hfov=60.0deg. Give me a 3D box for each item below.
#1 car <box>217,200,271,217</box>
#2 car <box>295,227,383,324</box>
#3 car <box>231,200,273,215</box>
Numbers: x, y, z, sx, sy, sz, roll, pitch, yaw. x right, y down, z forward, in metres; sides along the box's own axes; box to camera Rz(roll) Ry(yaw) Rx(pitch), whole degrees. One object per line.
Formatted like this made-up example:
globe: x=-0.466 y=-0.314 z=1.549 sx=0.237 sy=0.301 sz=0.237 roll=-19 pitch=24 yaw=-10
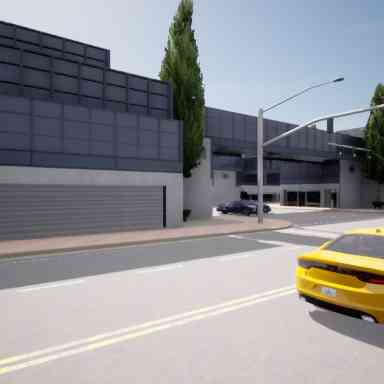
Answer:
car: x=4.675 y=1.547 z=32.104 sx=2.033 sy=1.411 sz=5.357 roll=0 pitch=0 yaw=-37
car: x=4.252 y=1.478 z=6.880 sx=5.008 sy=1.535 sz=1.882 roll=0 pitch=0 yaw=-36
car: x=6.397 y=1.564 z=35.640 sx=1.994 sy=1.385 sz=4.181 roll=0 pitch=0 yaw=-37
